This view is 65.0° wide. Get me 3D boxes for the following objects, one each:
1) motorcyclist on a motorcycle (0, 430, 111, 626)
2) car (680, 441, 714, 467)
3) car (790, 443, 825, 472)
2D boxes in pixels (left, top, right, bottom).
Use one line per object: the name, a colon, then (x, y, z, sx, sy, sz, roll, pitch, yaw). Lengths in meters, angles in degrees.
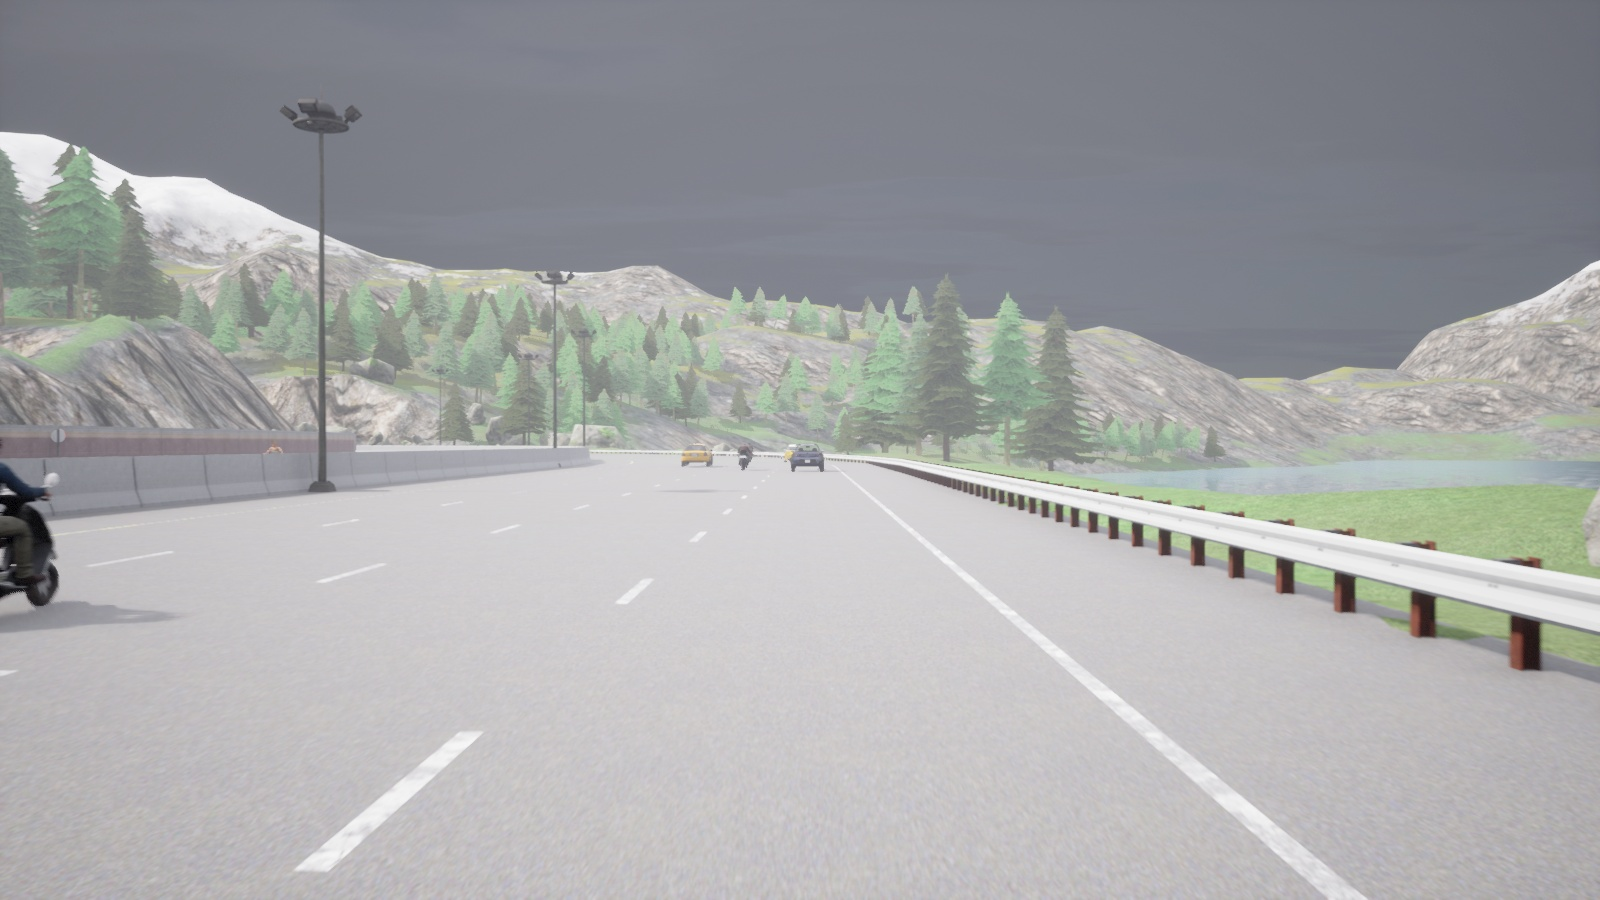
motorcyclist on a motorcycle: (-6.922, 0.633, 10.908, 0.866, 1.590, 1.817, 0, 0, 0)
car: (-6.570, 0.227, 80.469, 1.801, 1.575, 5.366, 0, 0, -1)
car: (0.405, 0.379, 67.621, 1.816, 1.474, 4.193, 0, 0, 0)
